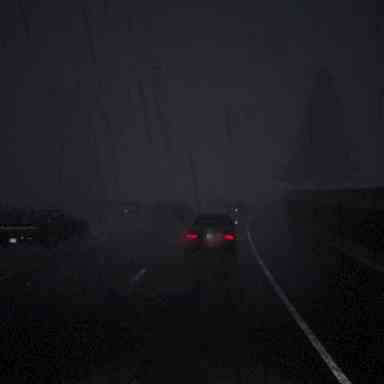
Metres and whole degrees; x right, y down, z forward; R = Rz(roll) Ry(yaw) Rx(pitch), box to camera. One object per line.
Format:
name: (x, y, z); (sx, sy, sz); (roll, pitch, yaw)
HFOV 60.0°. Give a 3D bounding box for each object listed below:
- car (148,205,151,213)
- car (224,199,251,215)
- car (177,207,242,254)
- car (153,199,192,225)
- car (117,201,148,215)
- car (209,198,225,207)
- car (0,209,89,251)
car: (-2.454, 1.496, 34.102); (1.882, 1.535, 5.008); (0, 0, 14)
car: (4.947, 1.527, 34.727); (1.837, 1.490, 4.892); (0, 0, 15)
car: (0.877, 1.556, 13.552); (2.033, 1.411, 5.357); (0, 0, 6)
car: (-1.043, 1.491, 24.162); (1.882, 1.535, 5.008); (0, 0, 10)
car: (-5.918, 1.618, 34.750); (1.895, 1.301, 4.718); (0, 0, 14)
car: (3.446, 1.517, 41.743); (2.128, 1.511, 4.902); (0, 0, 18)
car: (-6.053, 1.497, 14.145); (2.128, 1.511, 4.902); (0, 0, 6)
